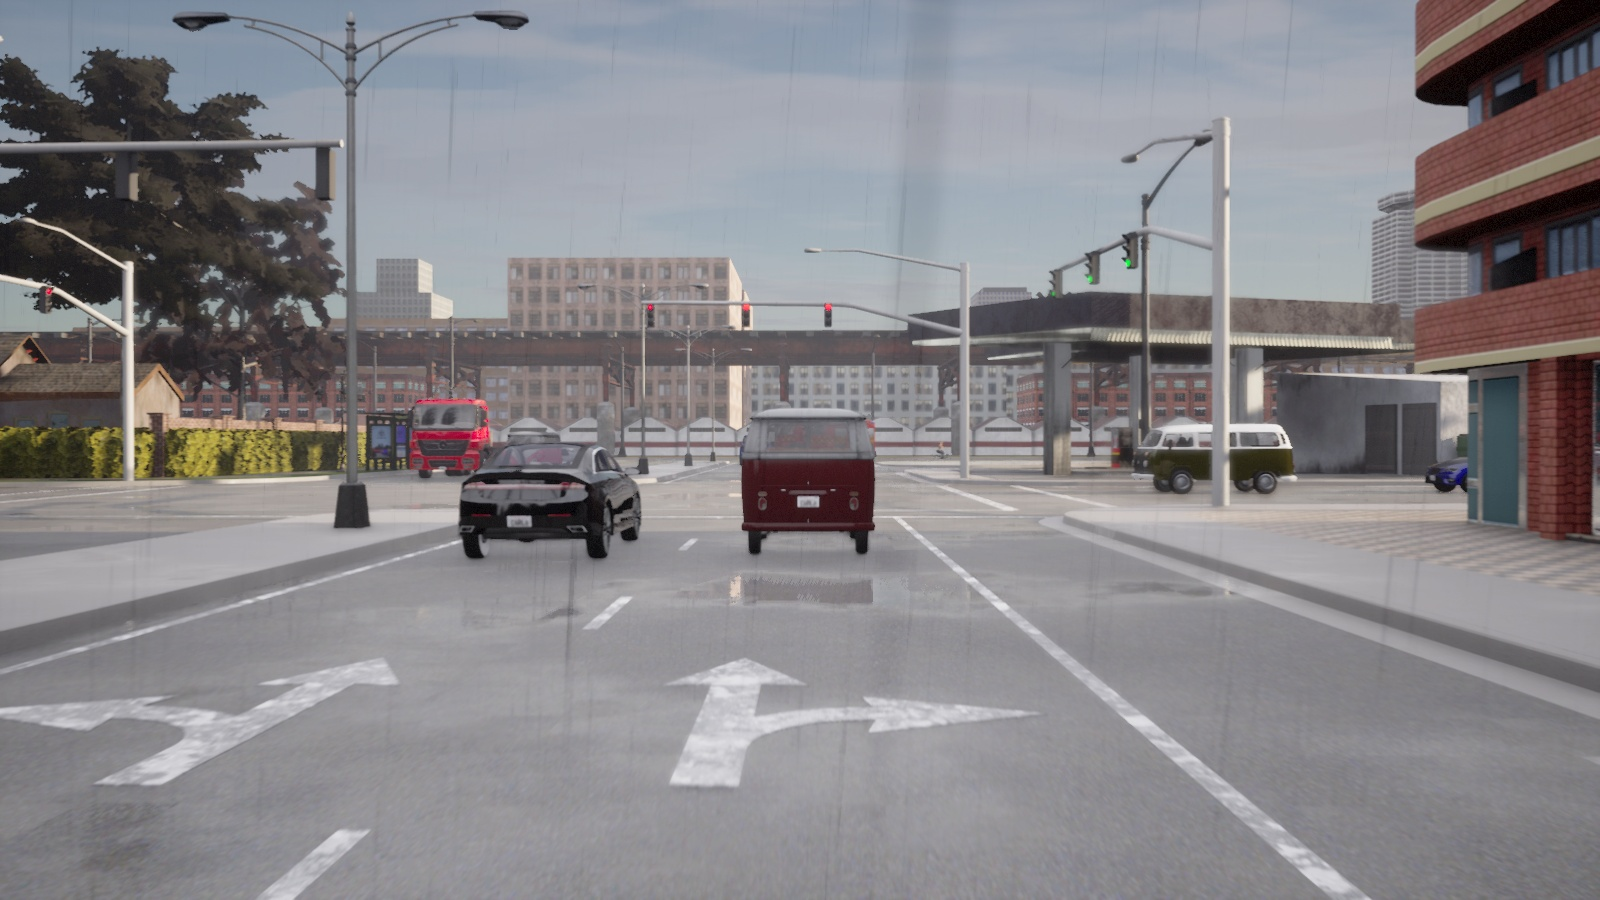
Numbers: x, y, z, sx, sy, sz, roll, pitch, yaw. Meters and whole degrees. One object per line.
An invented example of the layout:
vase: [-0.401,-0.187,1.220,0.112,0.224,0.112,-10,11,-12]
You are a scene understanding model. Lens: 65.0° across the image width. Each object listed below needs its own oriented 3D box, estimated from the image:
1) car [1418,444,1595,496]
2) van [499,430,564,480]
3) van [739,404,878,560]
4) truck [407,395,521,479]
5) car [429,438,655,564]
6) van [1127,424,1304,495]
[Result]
car: [20.741,0.568,36.993,4.193,1.474,1.816,0,0,-1]
van: [-11.185,0.194,52.618,1.775,1.987,4.442,0,0,0]
van: [0.119,0.397,18.218,1.775,1.987,4.442,0,0,0]
truck: [-14.713,-0.561,55.612,2.891,3.462,7.936,0,0,0]
car: [-3.385,0.601,17.565,2.128,1.511,4.902,0,0,0]
van: [12.147,0.272,36.927,4.480,2.038,2.069,0,0,-1]
